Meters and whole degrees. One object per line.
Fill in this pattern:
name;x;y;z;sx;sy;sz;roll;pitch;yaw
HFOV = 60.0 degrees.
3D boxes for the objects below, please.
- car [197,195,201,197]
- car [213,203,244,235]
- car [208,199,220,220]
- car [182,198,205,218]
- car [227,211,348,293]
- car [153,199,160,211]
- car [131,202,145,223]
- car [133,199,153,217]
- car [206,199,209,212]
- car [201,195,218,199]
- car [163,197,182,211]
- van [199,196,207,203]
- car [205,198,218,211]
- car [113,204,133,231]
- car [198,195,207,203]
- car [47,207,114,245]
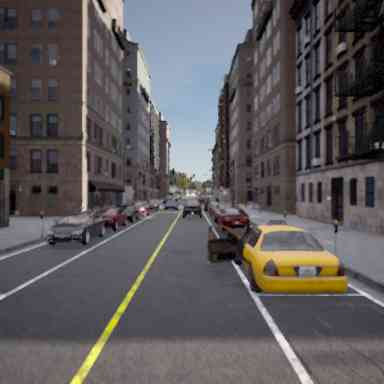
car;2.711;1.718;71.425;2.192;1.841;5.009;0;0;0
car;2.640;1.669;21.639;1.887;1.381;4.507;0;0;0
car;2.641;1.597;27.322;1.967;1.590;4.097;0;0;0
car;0.061;1.694;32.865;1.837;1.490;4.892;0;0;0
car;2.227;1.509;8.970;1.801;1.575;5.366;0;0;0
car;-5.381;1.692;44.369;1.967;1.590;4.097;0;0;0
car;-5.384;1.722;27.322;1.947;1.339;4.313;0;0;0
car;-5.383;1.628;33.005;1.967;1.590;4.097;0;0;0
car;2.642;1.734;33.004;1.887;1.381;4.507;0;0;0
car;2.644;1.568;44.369;2.192;1.841;5.009;0;0;0
car;-2.767;1.805;45.249;2.033;1.411;5.357;0;0;1
van;2.703;1.805;82.432;1.690;1.788;3.998;0;0;0
car;2.643;1.772;38.686;2.008;1.369;4.403;0;0;0
car;-5.385;1.669;21.640;1.887;1.381;4.507;0;0;0
car;2.700;1.809;87.936;2.192;1.841;5.009;0;0;0
car;-5.386;1.643;15.957;2.008;1.369;4.403;0;0;0
